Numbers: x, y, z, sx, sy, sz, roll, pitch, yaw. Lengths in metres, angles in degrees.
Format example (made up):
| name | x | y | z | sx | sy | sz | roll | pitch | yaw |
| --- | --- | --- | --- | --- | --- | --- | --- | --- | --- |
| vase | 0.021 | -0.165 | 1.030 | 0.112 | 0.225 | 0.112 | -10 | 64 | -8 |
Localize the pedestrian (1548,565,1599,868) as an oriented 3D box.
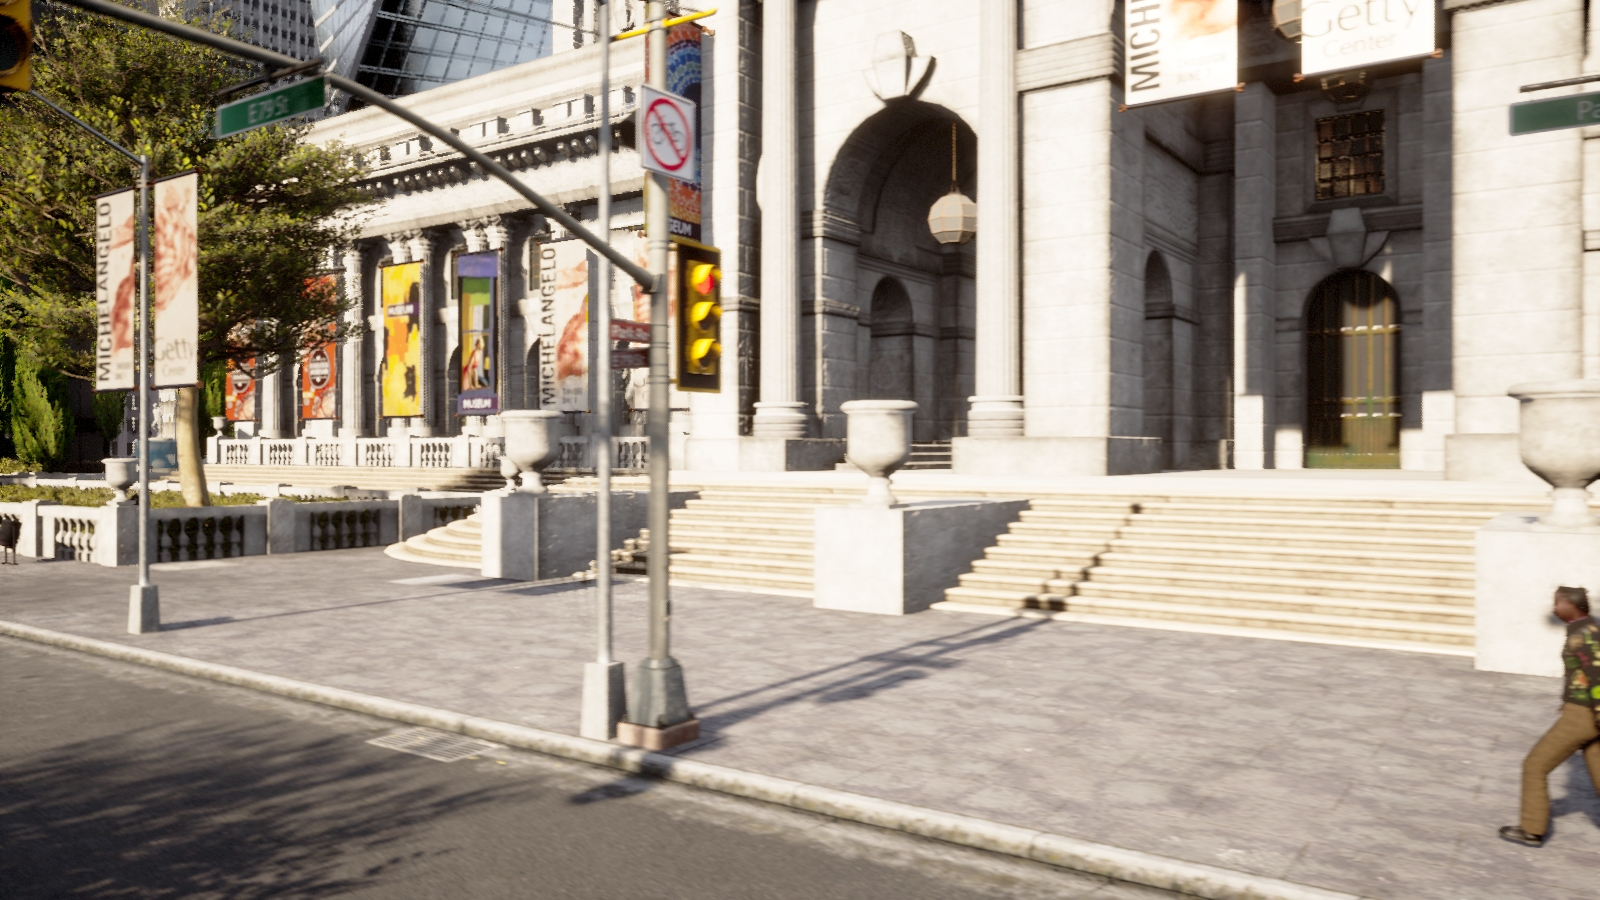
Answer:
| name | x | y | z | sx | sy | sz | roll | pitch | yaw |
| --- | --- | --- | --- | --- | --- | --- | --- | --- | --- |
| pedestrian | 5.096 | 1.696 | 7.370 | 0.375 | 1.860 | 0.375 | 0 | 0 | -42 |
